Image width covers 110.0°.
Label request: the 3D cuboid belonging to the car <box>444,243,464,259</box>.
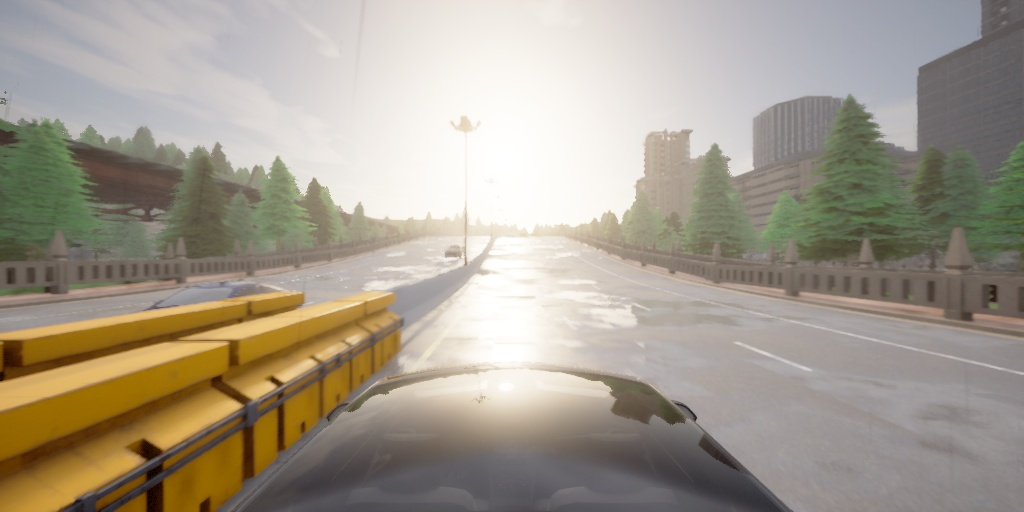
[{"bbox_3d":[-7.188,-0.713,45.213,2.097,1.767,4.553,0,6,0],"label":"car"}]

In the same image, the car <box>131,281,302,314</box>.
[{"bbox_3d":[-6.976,1.361,8.576,1.812,1.442,4.674,0,1,0],"label":"car"}]
